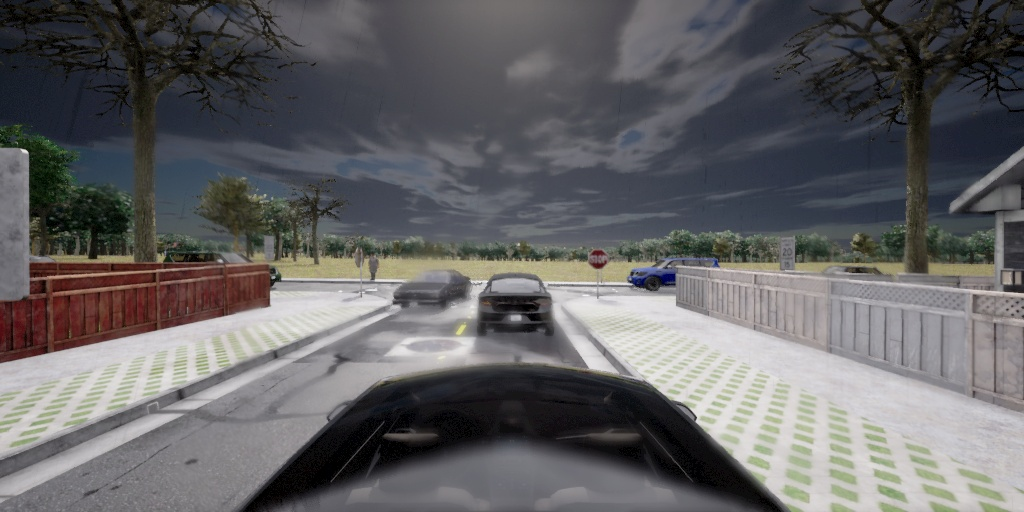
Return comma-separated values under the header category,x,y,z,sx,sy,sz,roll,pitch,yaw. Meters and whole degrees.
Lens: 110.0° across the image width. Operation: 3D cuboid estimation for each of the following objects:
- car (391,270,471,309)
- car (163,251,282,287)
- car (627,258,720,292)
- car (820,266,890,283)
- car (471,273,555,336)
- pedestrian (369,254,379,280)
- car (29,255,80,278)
category,x,y,z,sx,sy,sz,roll,pitch,yaw
car,-3.106,1.296,15.201,2.033,1.411,5.357,0,0,8
car,-15.546,0.765,19.206,5.566,2.045,2.150,1,0,0
car,10.147,1.122,22.373,5.566,2.045,2.150,1,0,0
car,20.682,1.403,22.454,4.553,1.767,2.097,1,0,-1
car,0.087,1.226,10.418,1.882,1.535,5.008,0,0,0
pedestrian,-9.732,0.748,25.115,0.375,1.860,0.375,0,-1,0
car,-25.741,0.737,19.129,4.553,1.767,2.097,1,0,-1
